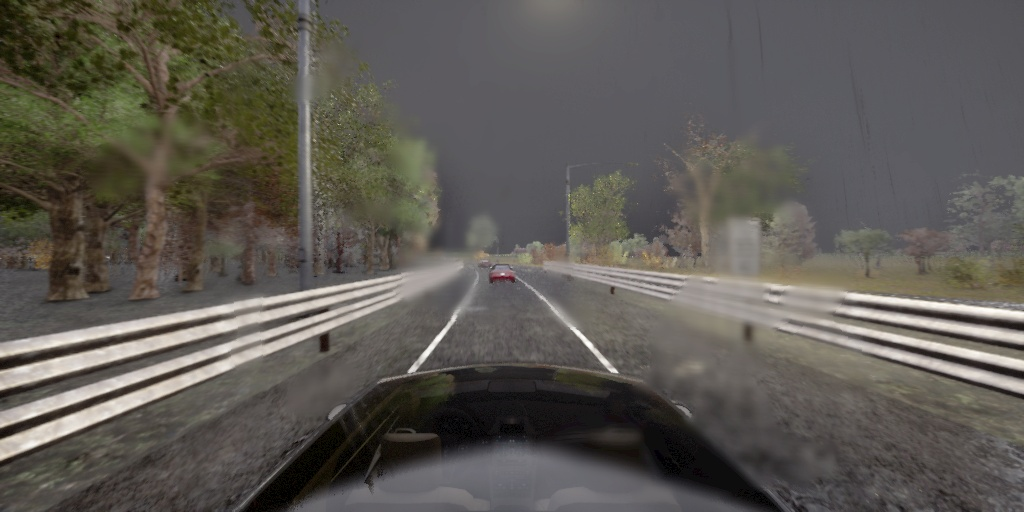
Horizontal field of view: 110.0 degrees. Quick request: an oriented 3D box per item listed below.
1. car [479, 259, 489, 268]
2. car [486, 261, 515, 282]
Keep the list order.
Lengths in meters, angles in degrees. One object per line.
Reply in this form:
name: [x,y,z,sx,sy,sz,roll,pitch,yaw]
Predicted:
car: [-4.510,1.301,60.339,1.812,1.442,4.674,0,0,-9]
car: [-0.866,1.325,29.090,1.994,1.385,4.181,0,0,-4]
